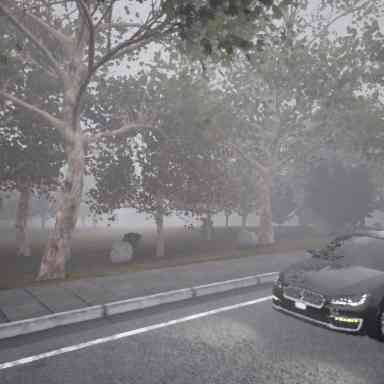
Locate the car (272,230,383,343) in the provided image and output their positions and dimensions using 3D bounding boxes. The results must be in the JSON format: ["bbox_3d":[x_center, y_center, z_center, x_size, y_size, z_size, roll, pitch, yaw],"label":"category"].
[{"bbox_3d":[3.675,1.578,6.648,4.892,1.490,1.837,1,-1,-36],"label":"car"}]
